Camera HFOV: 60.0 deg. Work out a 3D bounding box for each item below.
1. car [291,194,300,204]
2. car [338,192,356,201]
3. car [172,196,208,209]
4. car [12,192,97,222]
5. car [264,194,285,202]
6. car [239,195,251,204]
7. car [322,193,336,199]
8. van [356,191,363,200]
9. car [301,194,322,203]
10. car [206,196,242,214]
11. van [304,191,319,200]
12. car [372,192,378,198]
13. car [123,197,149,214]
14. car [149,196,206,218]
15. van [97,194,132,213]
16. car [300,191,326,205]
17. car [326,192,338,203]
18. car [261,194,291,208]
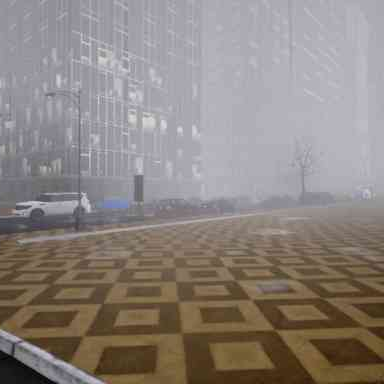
[{"bbox_3d":[13.491,1.107,48.389,1.812,1.442,4.674,0,1,41],"label":"car"},{"bbox_3d":[28.453,0.957,61.905,1.752,1.417,4.829,1,1,41],"label":"car"},{"bbox_3d":[-0.194,1.218,41.291,1.887,1.381,4.507,1,1,41],"label":"car"},{"bbox_3d":[-10.478,1.059,25.261,2.150,2.045,5.566,0,1,41],"label":"car"},{"bbox_3d":[14.593,1.056,58.585,1.947,1.339,4.313,1,1,41],"label":"car"},{"bbox_3d":[7.202,1.148,49.934,1.947,1.339,4.313,1,1,41],"label":"car"},{"bbox_3d":[33.070,0.828,80.212,1.947,1.339,4.313,1,1,41],"label":"car"},{"bbox_3d":[35.735,0.683,70.424,1.690,1.788,3.998,1,1,41],"label":"van"},{"bbox_3d":[20.265,1.062,56.325,1.994,1.385,4.181,0,1,41],"label":"car"},{"bbox_3d":[2.527,1.320,31.459,1.947,1.339,4.313,1,1,41],"label":"car"},{"bbox_3d":[25.680,0.694,71.557,1.690,1.788,3.998,1,1,41],"label":"van"},{"bbox_3d":[43.151,0.704,79.641,1.801,1.575,5.366,0,1,41],"label":"car"},{"bbox_3d":[-4.038,1.357,32.797,1.895,1.301,4.718,0,1,41],"label":"car"},{"bbox_3d":[-1.125,1.240,27.096,1.967,1.590,4.097,1,1,41],"label":"car"},{"bbox_3d":[-7.669,1.106,32.711,1.690,1.788,3.998,1,1,41],"label":"van"},{"bbox_3d":[17.258,0.885,48.798,2.192,1.841,5.009,1,1,41],"label":"car"},{"bbox_3d":[20.953,0.839,53.123,2.192,1.841,5.009,1,1,41],"label":"car"},{"bbox_3d":[9.866,1.244,40.151,1.802,1.307,4.206,1,1,41],"label":"car"}]
